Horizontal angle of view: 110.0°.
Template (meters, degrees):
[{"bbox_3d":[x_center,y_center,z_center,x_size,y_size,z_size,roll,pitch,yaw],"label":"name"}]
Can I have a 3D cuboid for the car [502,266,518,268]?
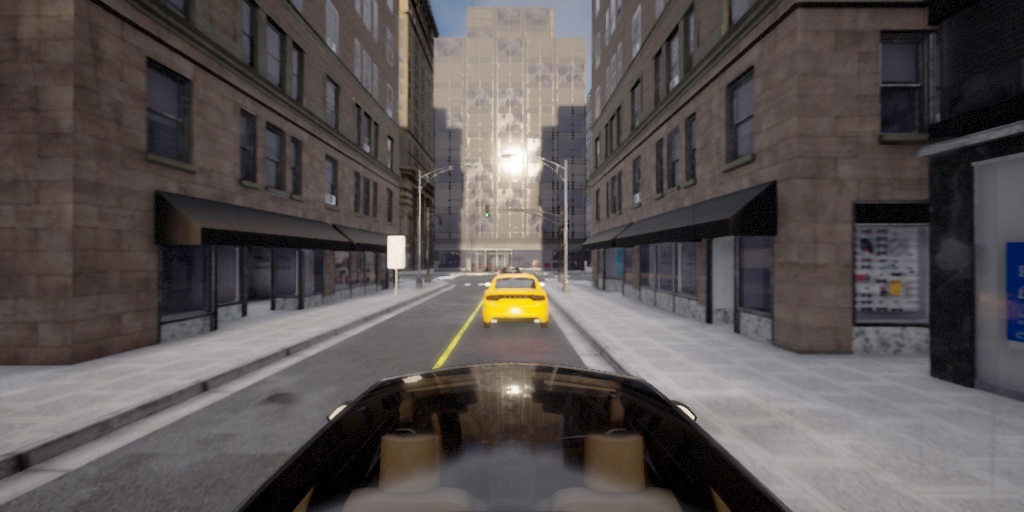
[{"bbox_3d":[-0.149,1.520,28.033,1.812,1.442,4.674,0,-1,-4],"label":"car"}]

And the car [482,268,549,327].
[{"bbox_3d":[0.104,1.322,11.958,1.882,1.535,5.008,0,0,0],"label":"car"}]
